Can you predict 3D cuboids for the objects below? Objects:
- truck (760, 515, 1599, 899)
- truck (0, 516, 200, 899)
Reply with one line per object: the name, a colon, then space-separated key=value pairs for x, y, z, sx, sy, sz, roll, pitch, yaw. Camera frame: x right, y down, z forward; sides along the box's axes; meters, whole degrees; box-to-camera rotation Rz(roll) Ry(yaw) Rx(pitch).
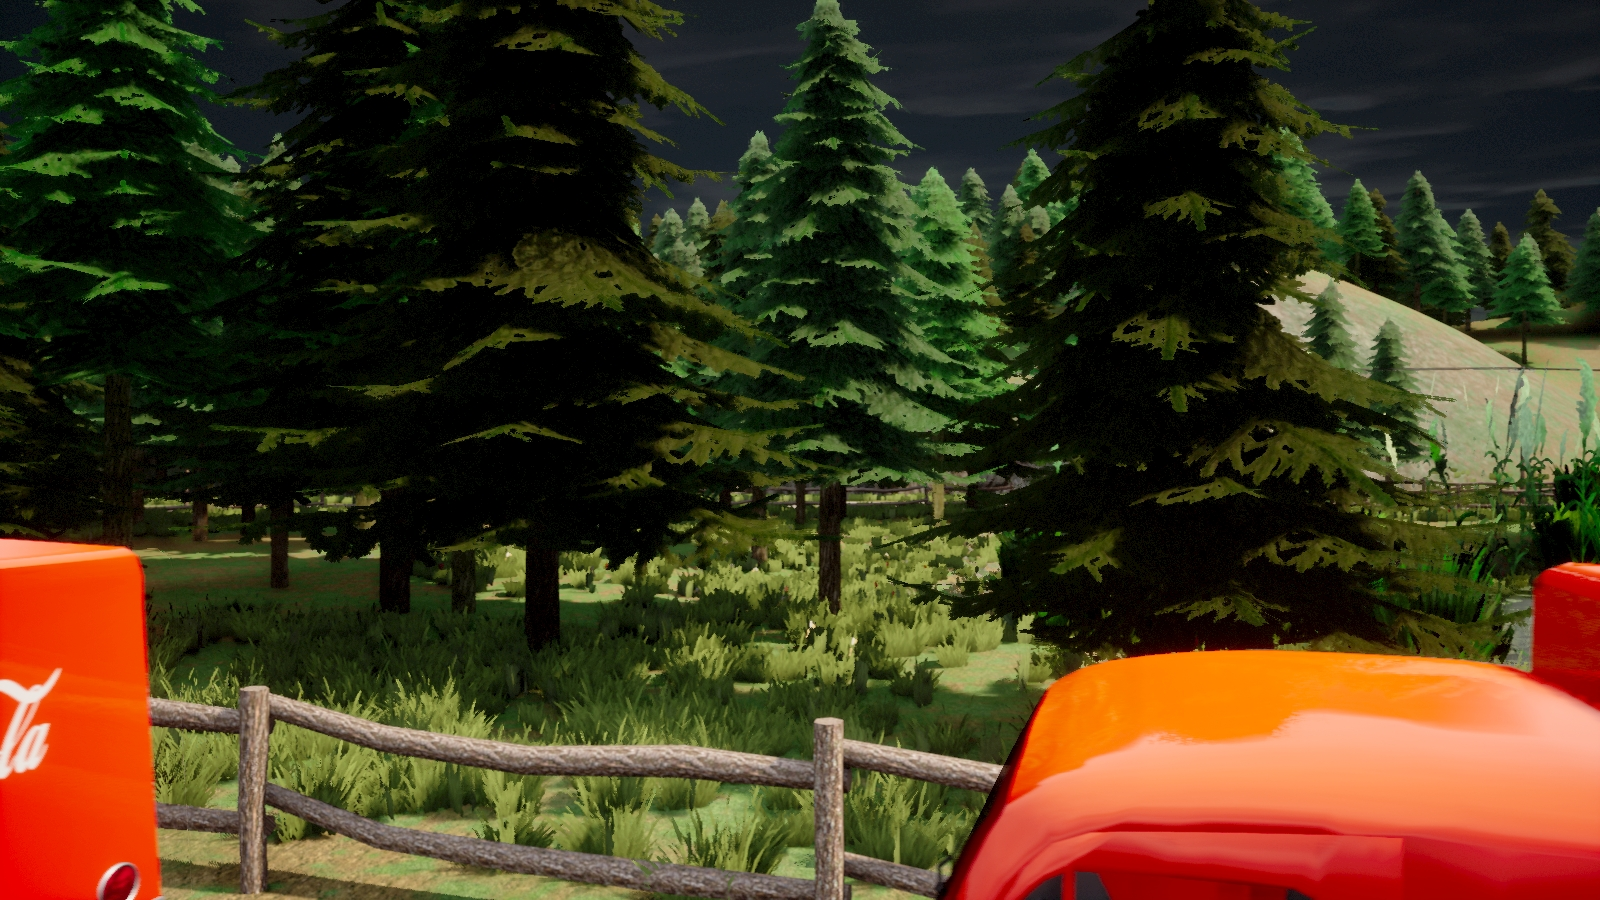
truck: x=2.781 y=1.553 z=2.507 sx=5.204 sy=2.467 sz=2.627 roll=1 pitch=0 yaw=17
truck: x=-5.813 y=1.549 z=5.033 sx=5.204 sy=2.467 sz=2.627 roll=1 pitch=0 yaw=16
